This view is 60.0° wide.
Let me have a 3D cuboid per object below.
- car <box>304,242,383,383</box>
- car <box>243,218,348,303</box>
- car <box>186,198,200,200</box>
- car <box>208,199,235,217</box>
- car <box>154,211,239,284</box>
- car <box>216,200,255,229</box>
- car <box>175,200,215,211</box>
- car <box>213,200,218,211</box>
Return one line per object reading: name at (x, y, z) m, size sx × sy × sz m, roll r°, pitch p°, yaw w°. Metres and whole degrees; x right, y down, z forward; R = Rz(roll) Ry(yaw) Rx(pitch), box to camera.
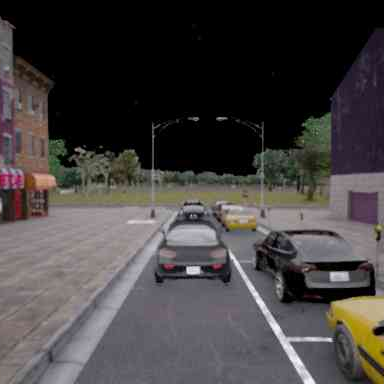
car at (2.619, 1.512, 2.616) m, size 1.752 × 1.417 × 4.829 m, roll -1°, pitch 0°, yaw 0°
car at (2.614, 1.527, 7.979) m, size 1.947 × 1.339 × 4.313 m, roll -1°, pitch 0°, yaw 0°
car at (0.104, 1.340, 31.793) m, size 2.128 × 1.511 × 4.902 m, roll 0°, pitch 0°, yaw 1°
car at (2.591, 1.408, 30.108) m, size 2.008 × 1.369 × 4.403 m, roll -1°, pitch 0°, yaw 0°
car at (0.009, 1.480, 9.354) m, size 1.812 × 1.442 × 4.674 m, roll 0°, pitch 0°, yaw 0°
car at (2.602, 1.433, 19.213) m, size 1.752 × 1.417 × 4.829 m, roll -1°, pitch 0°, yaw 0°
car at (0.080, 1.414, 19.006) m, size 1.837 × 1.490 × 4.892 m, roll 0°, pitch 0°, yaw 0°
car at (2.598, 1.465, 24.576) m, size 1.802 × 1.307 × 4.206 m, roll -1°, pitch 0°, yaw 0°
